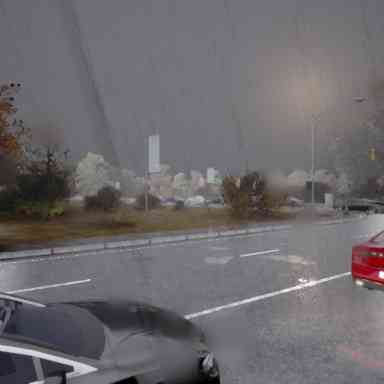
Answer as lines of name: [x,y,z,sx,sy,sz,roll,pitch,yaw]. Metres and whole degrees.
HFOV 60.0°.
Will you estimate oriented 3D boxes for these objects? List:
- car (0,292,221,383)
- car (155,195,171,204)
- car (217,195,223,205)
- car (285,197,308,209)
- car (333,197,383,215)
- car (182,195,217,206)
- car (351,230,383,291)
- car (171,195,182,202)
car: [-1.961,1.492,2.332,4.902,1.511,2.128,0,0,-35]
car: [-6.256,1.323,58.868,1.812,1.442,4.674,-1,0,-39]
car: [4.182,1.254,51.367,2.128,1.511,4.902,-1,0,-39]
car: [12.134,1.281,41.433,1.812,1.442,4.674,-1,0,-39]
car: [15.774,1.273,31.294,2.128,1.511,4.902,-1,0,-39]
car: [1.036,1.318,49.687,1.812,1.442,4.674,-1,0,-39]
car: [5.757,1.445,7.845,5.008,1.535,1.882,0,0,-35]
car: [-3.124,1.259,60.543,2.128,1.511,4.902,-1,0,-38]
